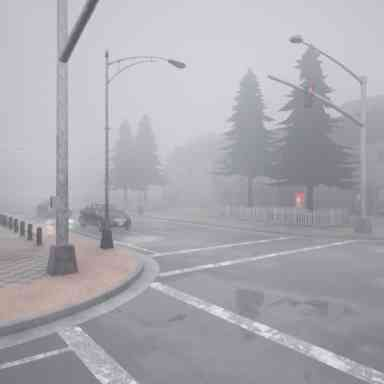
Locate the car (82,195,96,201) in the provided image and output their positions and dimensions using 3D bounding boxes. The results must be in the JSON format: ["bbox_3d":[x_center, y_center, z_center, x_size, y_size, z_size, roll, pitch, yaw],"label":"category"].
[{"bbox_3d":[-24.813,1.398,80.062,1.970,1.475,3.806,0,0,-37],"label":"car"}]

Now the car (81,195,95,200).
[{"bbox_3d":[-22.775,1.388,72.329,1.845,1.501,3.633,0,0,-37],"label":"car"}]

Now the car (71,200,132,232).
[{"bbox_3d":[-5.447,1.506,20.486,2.128,1.511,4.902,0,0,-37],"label":"car"}]

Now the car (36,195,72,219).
[{"bbox_3d":[-12.203,1.370,29.402,2.097,1.767,4.553,0,0,-38],"label":"car"}]

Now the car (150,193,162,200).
[{"bbox_3d":[-7.783,1.111,83.312,1.932,1.855,4.605,0,0,-37],"label":"car"}]
